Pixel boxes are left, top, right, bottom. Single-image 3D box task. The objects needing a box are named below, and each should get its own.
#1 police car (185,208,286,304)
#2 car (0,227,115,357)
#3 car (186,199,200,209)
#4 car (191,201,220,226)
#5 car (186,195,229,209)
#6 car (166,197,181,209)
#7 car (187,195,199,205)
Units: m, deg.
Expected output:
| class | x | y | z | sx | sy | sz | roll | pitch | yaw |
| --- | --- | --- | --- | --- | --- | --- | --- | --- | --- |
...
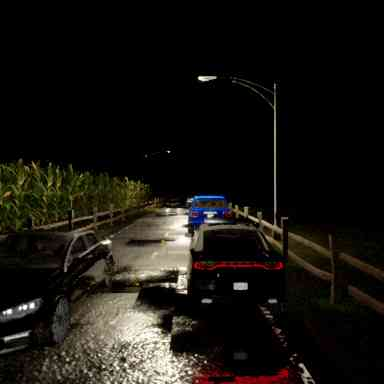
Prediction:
| class | x | y | z | sx | sy | sz | roll | pitch | yaw |
| --- | --- | --- | --- | --- | --- | --- | --- | --- | --- |
| police car | 0.848 | 1.425 | 8.331 | 1.930 | 1.638 | 5.238 | 0 | 0 | 0 |
| car | -2.834 | 1.491 | 6.403 | 2.128 | 1.511 | 4.902 | 0 | 0 | 0 |
| car | 0.157 | 1.622 | 46.281 | 1.895 | 1.301 | 4.718 | 0 | 0 | 1 |
| car | 0.892 | 1.477 | 24.221 | 1.882 | 1.535 | 5.008 | 0 | 0 | 0 |
| car | 0.875 | 1.224 | 18.251 | 2.150 | 2.045 | 5.566 | 0 | 0 | 0 |
| car | -2.618 | 1.501 | 47.244 | 1.882 | 1.535 | 5.008 | 0 | 0 | 0 |
| car | 0.168 | 1.405 | 60.182 | 2.097 | 1.767 | 4.553 | 0 | 0 | 0 |
